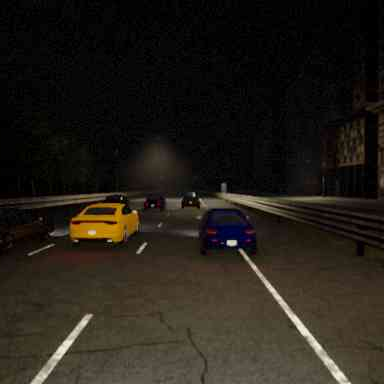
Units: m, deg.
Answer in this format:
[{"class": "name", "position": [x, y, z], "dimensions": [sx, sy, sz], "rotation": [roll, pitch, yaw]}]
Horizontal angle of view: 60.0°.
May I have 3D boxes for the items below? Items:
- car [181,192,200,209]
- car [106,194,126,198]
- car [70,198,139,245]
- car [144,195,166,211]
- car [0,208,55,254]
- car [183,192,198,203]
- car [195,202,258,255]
[{"class": "car", "position": [-0.117, 1.011, 35.680], "dimensions": [1.994, 1.385, 4.181], "rotation": [0, 1, 1]}, {"class": "car", "position": [-7.043, 1.006, 31.253], "dimensions": [1.837, 1.490, 4.892], "rotation": [0, 1, 0]}, {"class": "car", "position": [-3.465, 1.216, 13.967], "dimensions": [1.882, 1.535, 5.008], "rotation": [0, 1, 0]}, {"class": "car", "position": [-3.549, 1.016, 32.200], "dimensions": [1.812, 1.442, 4.674], "rotation": [0, 1, 0]}, {"class": "car", "position": [-6.957, 1.313, 12.245], "dimensions": [2.033, 1.411, 5.357], "rotation": [0, 1, 0]}, {"class": "car", "position": [-0.202, 0.786, 47.989], "dimensions": [2.128, 1.511, 4.902], "rotation": [0, 1, 0]}, {"class": "car", "position": [1.170, 1.295, 12.141], "dimensions": [1.812, 1.442, 4.674], "rotation": [0, 1, 0]}]
